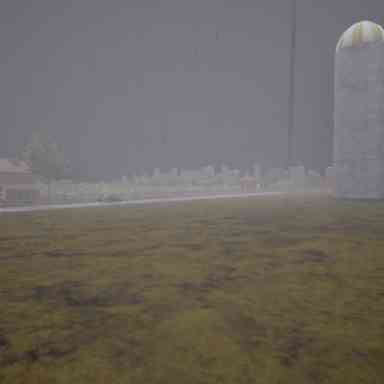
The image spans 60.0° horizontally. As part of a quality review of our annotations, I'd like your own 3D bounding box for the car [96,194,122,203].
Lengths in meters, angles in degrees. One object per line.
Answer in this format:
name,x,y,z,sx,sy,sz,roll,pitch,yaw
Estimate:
car,-13.302,1.020,53.342,1.994,1.385,4.181,1,2,36
